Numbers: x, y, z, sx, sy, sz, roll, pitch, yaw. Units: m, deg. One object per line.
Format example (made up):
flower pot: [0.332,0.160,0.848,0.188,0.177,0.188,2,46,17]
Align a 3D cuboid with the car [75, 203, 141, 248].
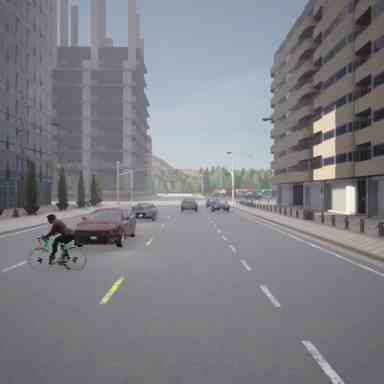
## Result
car: [-3.751,1.478,15.118,1.882,1.535,5.008,0,0,-1]

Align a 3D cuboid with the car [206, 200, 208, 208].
car: [2.980,1.601,48.051,1.895,1.301,4.718,0,0,-1]

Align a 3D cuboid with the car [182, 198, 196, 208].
car: [-0.458,1.547,48.150,2.033,1.411,5.357,0,0,-1]

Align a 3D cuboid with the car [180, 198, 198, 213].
car: [-0.313,1.491,37.770,2.128,1.511,4.902,0,0,-1]

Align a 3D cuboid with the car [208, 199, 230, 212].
car: [3.154,1.601,38.038,1.895,1.301,4.718,0,0,0]

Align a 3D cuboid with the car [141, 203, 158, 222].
car: [-3.790,1.564,26.390,1.994,1.385,4.181,0,0,0]

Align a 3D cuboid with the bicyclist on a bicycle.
bicyclist on a bicycle: [-3.815,1.453,9.414,1.656,1.620,0.582,0,0,-1]
